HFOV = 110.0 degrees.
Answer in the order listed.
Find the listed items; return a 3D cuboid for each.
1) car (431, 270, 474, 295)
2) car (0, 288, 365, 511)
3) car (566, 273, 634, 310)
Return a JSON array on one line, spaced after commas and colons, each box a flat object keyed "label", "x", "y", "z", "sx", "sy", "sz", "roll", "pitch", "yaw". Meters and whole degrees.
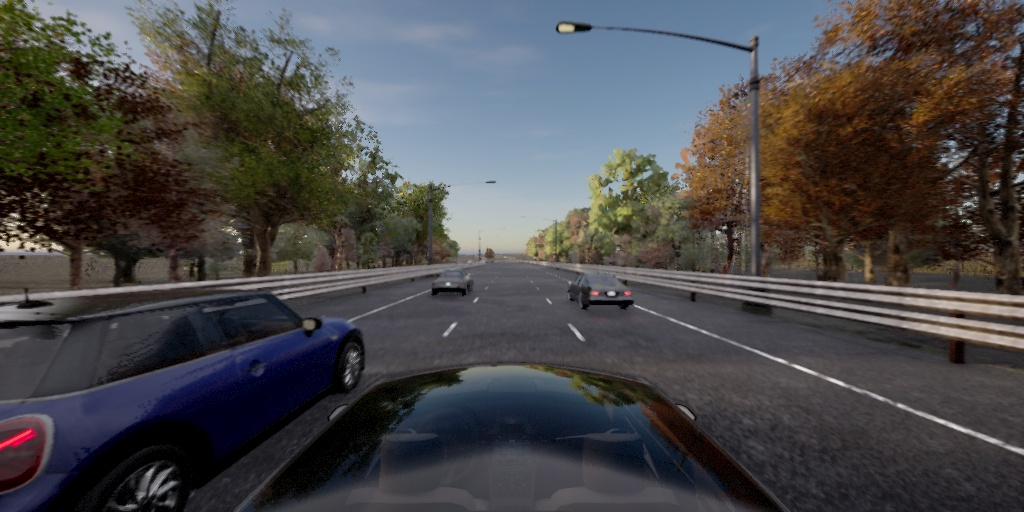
[{"label": "car", "x": -3.406, "y": 1.493, "z": 21.159, "sx": 1.994, "sy": 1.385, "sz": 4.181, "roll": 0, "pitch": -1, "yaw": 0}, {"label": "car", "x": -3.400, "y": 1.122, "z": 3.927, "sx": 2.097, "sy": 1.767, "sz": 4.553, "roll": 0, "pitch": -1, "yaw": 0}, {"label": "car", "x": 3.597, "y": 1.424, "z": 15.471, "sx": 2.033, "sy": 1.411, "sz": 5.357, "roll": 0, "pitch": -1, "yaw": 0}]
